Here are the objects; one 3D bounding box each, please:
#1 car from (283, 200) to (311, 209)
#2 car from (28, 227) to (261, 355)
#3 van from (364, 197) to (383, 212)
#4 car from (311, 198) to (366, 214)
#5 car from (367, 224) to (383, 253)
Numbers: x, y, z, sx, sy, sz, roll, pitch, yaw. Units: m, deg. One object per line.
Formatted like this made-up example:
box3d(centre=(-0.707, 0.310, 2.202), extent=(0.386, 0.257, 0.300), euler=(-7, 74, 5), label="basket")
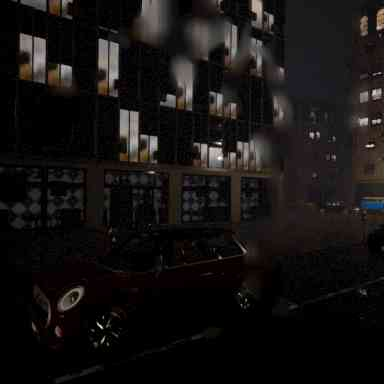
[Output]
box3d(centre=(15.654, 1.787, 48.834), extent=(1.752, 1.417, 4.829), euler=(0, -1, -35), label="car")
box3d(centre=(-0.703, 1.441, 6.045), extent=(4.097, 1.590, 1.967), euler=(0, 1, -36), label="car")
box3d(centre=(22.087, 1.525, 39.583), extent=(1.690, 1.788, 3.998), euler=(0, -1, -35), label="van")
box3d(centre=(15.202, 1.620, 34.801), extent=(2.008, 1.369, 4.403), euler=(0, -1, -35), label="car")
box3d(centre=(8.370, 1.567, 12.524), extent=(4.313, 1.339, 1.947), euler=(0, 1, -36), label="car")
